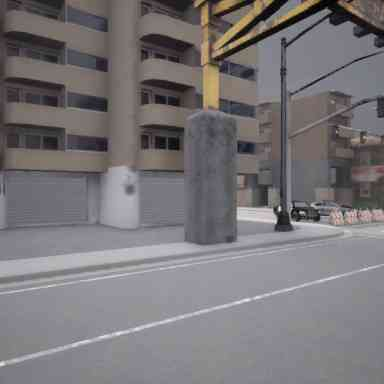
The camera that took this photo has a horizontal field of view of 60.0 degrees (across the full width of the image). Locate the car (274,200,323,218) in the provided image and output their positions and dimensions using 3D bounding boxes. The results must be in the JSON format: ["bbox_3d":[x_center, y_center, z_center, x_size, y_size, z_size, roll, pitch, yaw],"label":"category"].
[{"bbox_3d":[8.321,1.295,26.449,1.853,1.218,4.536,0,0,-10],"label":"car"}]

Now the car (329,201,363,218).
[{"bbox_3d":[11.915,1.453,28.533,4.974,1.542,2.038,0,0,35],"label":"car"}]

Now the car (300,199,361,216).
[{"bbox_3d":[11.872,1.295,28.562,4.536,1.218,1.853,0,0,35],"label":"car"}]

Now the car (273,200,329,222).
[{"bbox_3d":[8.331,1.453,26.398,2.038,1.542,4.974,0,0,-10],"label":"car"}]
